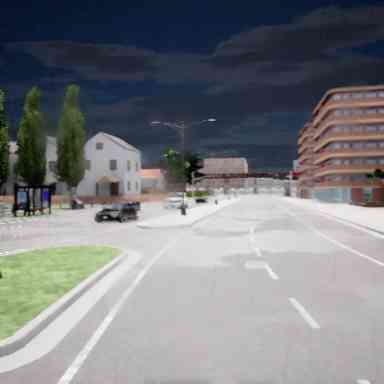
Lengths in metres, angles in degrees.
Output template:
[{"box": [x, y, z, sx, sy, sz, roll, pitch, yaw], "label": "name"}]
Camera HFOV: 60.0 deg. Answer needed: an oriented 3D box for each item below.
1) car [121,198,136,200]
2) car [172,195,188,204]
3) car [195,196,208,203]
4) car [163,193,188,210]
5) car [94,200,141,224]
[{"box": [-6.967, 1.455, 35.620, 2.128, 1.511, 4.902, 0, 0, 11], "label": "car"}, {"box": [-2.139, 1.384, 60.001, 1.837, 1.490, 4.892, 0, 0, 11], "label": "car"}, {"box": [1.832, 1.478, 61.947, 1.895, 1.301, 4.718, 0, 0, 11], "label": "car"}, {"box": [-2.047, 1.136, 42.574, 2.150, 2.045, 5.566, 0, 0, 11], "label": "car"}, {"box": [-5.562, 1.543, 24.753, 1.994, 1.385, 4.181, 0, 0, 12], "label": "car"}]
